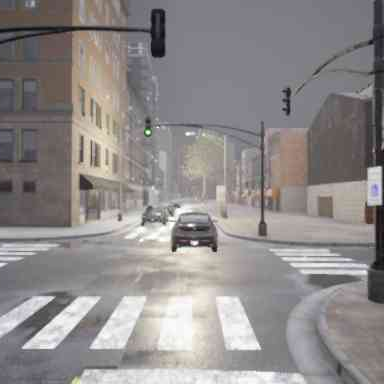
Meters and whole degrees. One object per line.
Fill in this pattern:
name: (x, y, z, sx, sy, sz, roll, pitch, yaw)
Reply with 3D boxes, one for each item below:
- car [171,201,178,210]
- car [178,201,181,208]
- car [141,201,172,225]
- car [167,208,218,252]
car: (-2.857, 1.951, 36.541, 1.895, 1.301, 4.718, 0, -1, 1)
car: (-2.824, 2.120, 53.742, 1.895, 1.301, 4.718, 0, -1, 1)
car: (-2.856, 1.758, 26.333, 1.837, 1.490, 4.892, 0, -1, 0)
car: (0.094, 1.650, 14.707, 1.837, 1.490, 4.892, 0, -1, 0)
